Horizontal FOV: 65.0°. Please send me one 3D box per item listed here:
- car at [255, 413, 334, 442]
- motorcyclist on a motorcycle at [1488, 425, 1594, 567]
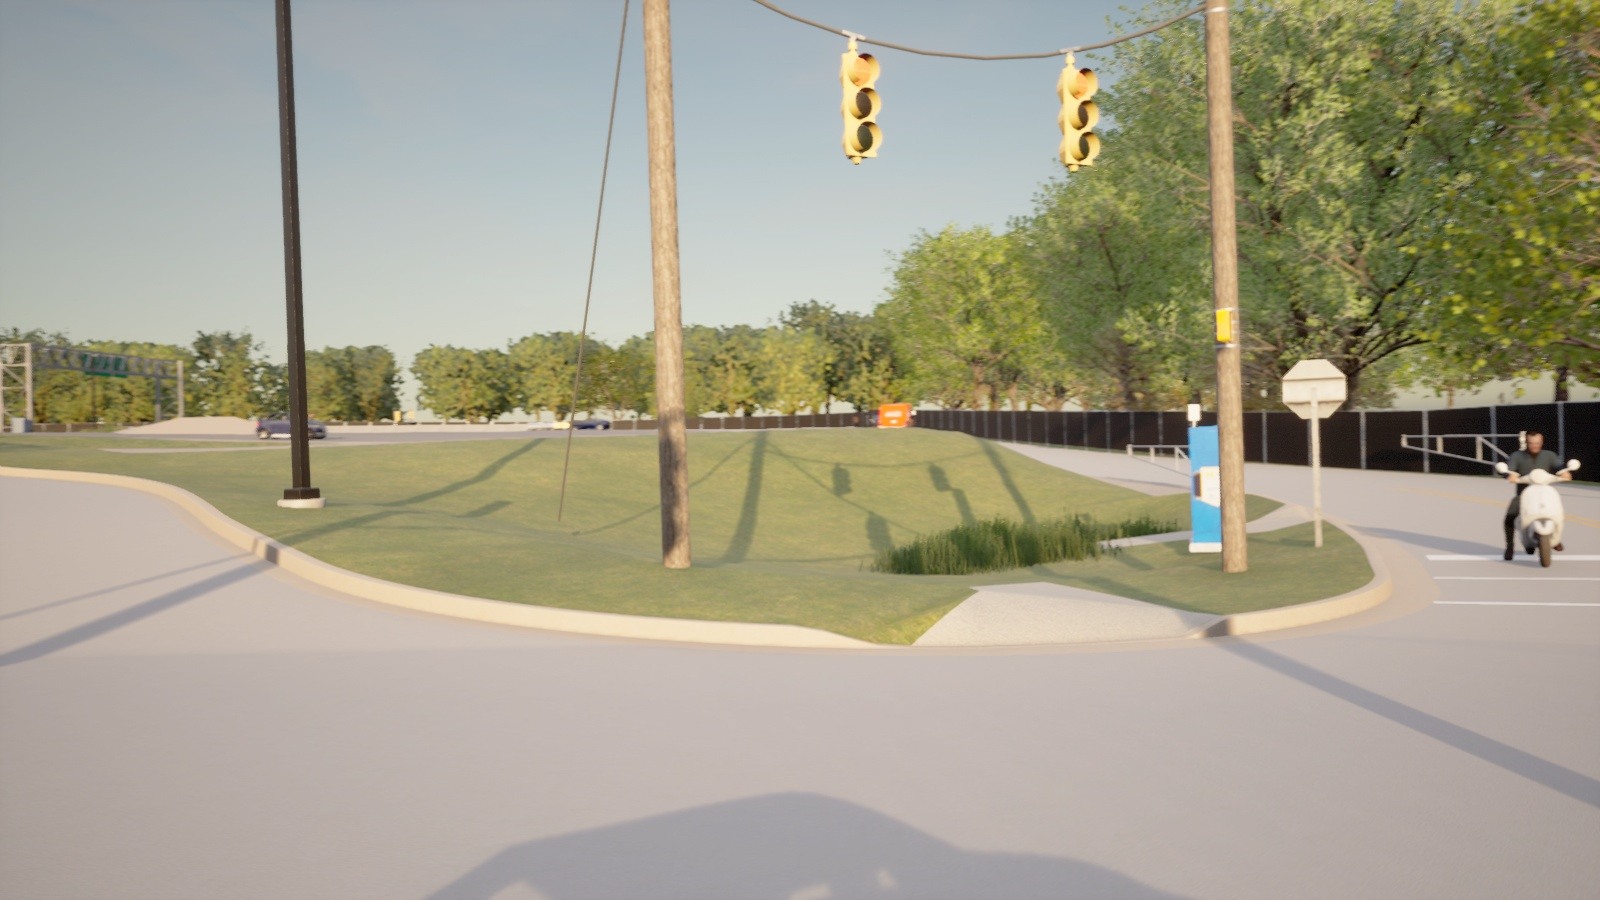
[{"bbox_3d":[-28.267,-1.247,70.268,3.705,1.549,1.789,1,2,2],"label":"car"},{"bbox_3d":[9.023,0.524,15.363,0.866,1.590,1.817,-2,1,24],"label":"motorcyclist on a motorcycle"}]
